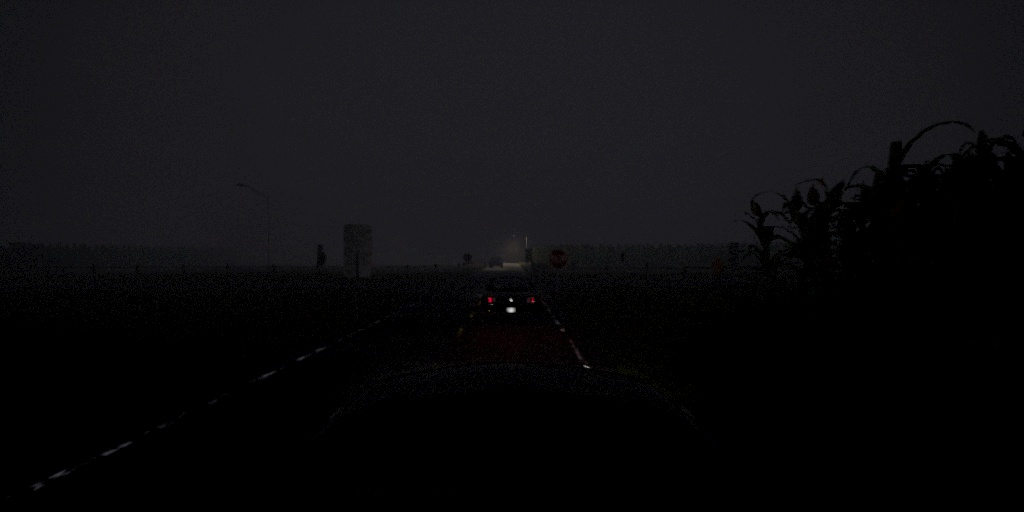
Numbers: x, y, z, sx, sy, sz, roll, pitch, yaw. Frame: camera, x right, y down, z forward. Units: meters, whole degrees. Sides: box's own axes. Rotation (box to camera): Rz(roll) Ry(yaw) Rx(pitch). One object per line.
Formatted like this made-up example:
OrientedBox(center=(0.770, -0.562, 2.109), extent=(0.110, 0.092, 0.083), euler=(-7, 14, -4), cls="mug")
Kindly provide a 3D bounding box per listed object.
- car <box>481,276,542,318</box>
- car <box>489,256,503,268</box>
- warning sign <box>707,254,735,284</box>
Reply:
OrientedBox(center=(-0.059, 1.381, 13.211), extent=(1.895, 1.301, 4.718), euler=(0, 0, -1), cls="car")
OrientedBox(center=(-2.775, 1.103, 63.359), extent=(2.150, 2.045, 5.566), euler=(0, 0, 1), cls="car")
OrientedBox(center=(14.064, 0.941, 24.441), extent=(1.060, 1.860, 1.300), euler=(0, 0, -6), cls="warning sign")
